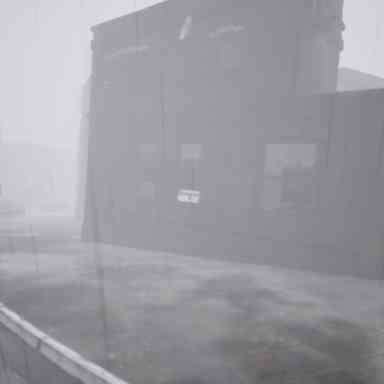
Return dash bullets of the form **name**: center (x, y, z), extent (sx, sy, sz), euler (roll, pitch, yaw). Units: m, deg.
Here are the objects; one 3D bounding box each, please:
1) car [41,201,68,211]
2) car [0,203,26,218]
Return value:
- **car**: center (-21.719, 2.209, 52.644), extent (1.882, 1.535, 5.008), euler (5, -1, 12)
- **car**: center (-19.551, 1.965, 35.694), extent (2.128, 1.511, 4.902), euler (4, -2, -5)
